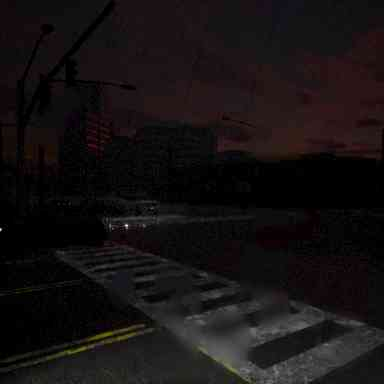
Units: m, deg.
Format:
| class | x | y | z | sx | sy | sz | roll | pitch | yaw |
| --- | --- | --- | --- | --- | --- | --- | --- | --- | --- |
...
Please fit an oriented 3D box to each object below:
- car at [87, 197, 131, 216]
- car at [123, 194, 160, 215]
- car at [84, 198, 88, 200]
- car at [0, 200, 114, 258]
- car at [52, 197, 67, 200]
| class | x | y | z | sx | sy | sz | roll | pitch | yaw |
| --- | --- | --- | --- | --- | --- | --- | --- | --- | --- |
| car | -8.013 | 1.478 | 31.850 | 1.882 | 1.535 | 5.008 | 0 | 0 | -36 |
| car | -5.462 | 1.222 | 34.307 | 2.150 | 2.045 | 5.566 | 0 | 0 | -36 |
| car | -14.299 | 1.564 | 46.682 | 1.994 | 1.385 | 4.181 | 0 | 0 | -35 |
| car | -5.726 | 1.352 | 12.998 | 4.553 | 1.767 | 2.097 | 0 | 0 | -43 |
| car | -18.370 | 1.505 | 46.366 | 1.837 | 1.490 | 4.892 | 0 | 0 | -35 |
